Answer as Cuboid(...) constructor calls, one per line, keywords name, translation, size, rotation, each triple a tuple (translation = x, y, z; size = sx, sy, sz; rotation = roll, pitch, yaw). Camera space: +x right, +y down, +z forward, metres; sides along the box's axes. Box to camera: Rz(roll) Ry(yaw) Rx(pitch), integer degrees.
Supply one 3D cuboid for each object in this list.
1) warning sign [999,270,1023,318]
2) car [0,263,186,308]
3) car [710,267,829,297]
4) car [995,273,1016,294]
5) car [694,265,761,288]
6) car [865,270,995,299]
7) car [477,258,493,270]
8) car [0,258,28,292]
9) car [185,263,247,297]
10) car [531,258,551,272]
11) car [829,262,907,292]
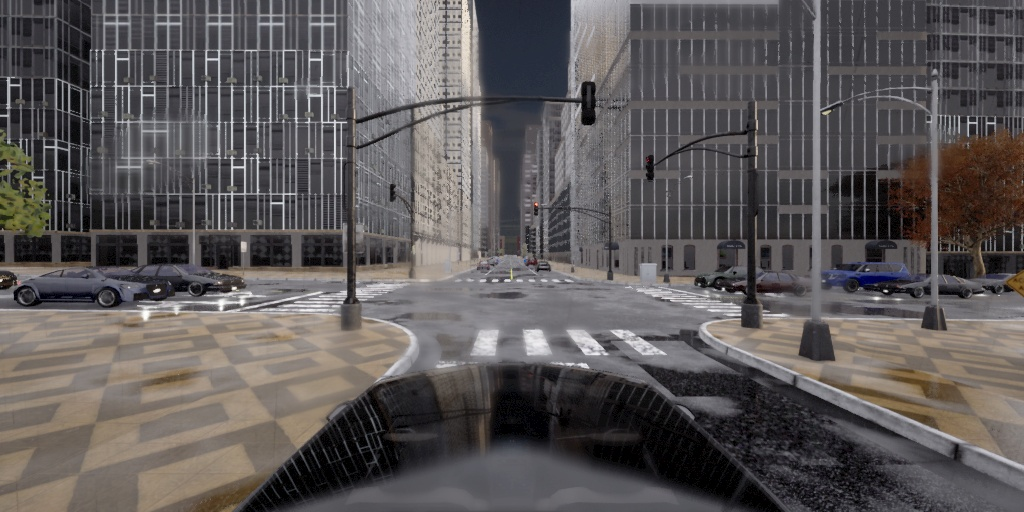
Cuboid(name="warning sign", translation=(17.271, 1.204, 11.892), size=(1.060, 1.860, 1.300), rotation=(0, 0, -3))
Cuboid(name="car", translation=(-15.083, 1.063, 13.133), size=(4.181, 1.385, 1.994), rotation=(1, 0, -3))
Cuboid(name="car", translation=(15.122, 1.595, 21.250), size=(5.357, 1.411, 2.033), rotation=(1, 0, -3))
Cuboid(name="car", translation=(34.886, 1.948, 25.423), size=(5.357, 1.411, 2.033), rotation=(1, 0, -2))
Cuboid(name="car", translation=(14.990, 1.396, 24.498), size=(4.553, 1.767, 2.097), rotation=(1, 0, -3))
Cuboid(name="car", translation=(25.181, 1.775, 21.721), size=(5.357, 1.411, 2.033), rotation=(1, 0, -3))
Cuboid(name="car", translation=(-4.043, 1.342, 51.180), size=(1.802, 1.307, 4.207), rotation=(0, 0, 0))
Cuboid(name="car", translation=(-25.279, 0.816, 15.914), size=(4.892, 1.490, 1.837), rotation=(1, 0, -3))
Cuboid(name="car", translation=(-15.357, 1.040, 16.408), size=(5.357, 1.411, 2.033), rotation=(1, 0, 0))
Cuboid(name="car", translation=(3.912, 1.329, 45.690), size=(1.948, 1.339, 4.313), rotation=(0, 0, 0))
Cuboid(name="car", translation=(24.333, 1.433, 24.933), size=(5.566, 2.045, 2.150), rotation=(1, 0, -3))
